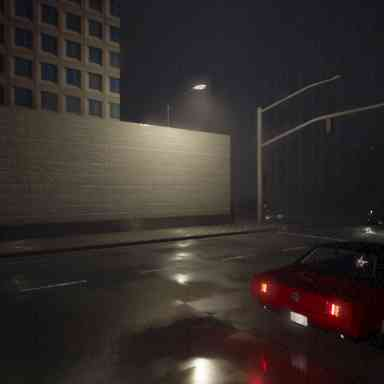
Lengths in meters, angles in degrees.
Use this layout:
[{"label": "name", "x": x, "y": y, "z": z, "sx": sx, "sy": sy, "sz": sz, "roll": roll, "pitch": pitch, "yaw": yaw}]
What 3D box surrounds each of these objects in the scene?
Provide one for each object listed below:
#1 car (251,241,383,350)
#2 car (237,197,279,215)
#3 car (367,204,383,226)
[{"label": "car", "x": 3.418, "y": 1.601, "z": 6.225, "sx": 4.718, "sy": 1.301, "sz": 1.895, "roll": 0, "pitch": 0, "yaw": -35}, {"label": "car", "x": 6.813, "y": 1.407, "z": 34.686, "sx": 2.097, "sy": 1.767, "sz": 4.553, "roll": 0, "pitch": 0, "yaw": -35}, {"label": "car", "x": 13.729, "y": 1.381, "z": 22.339, "sx": 4.553, "sy": 1.767, "sz": 2.097, "roll": 0, "pitch": 0, "yaw": -35}]
